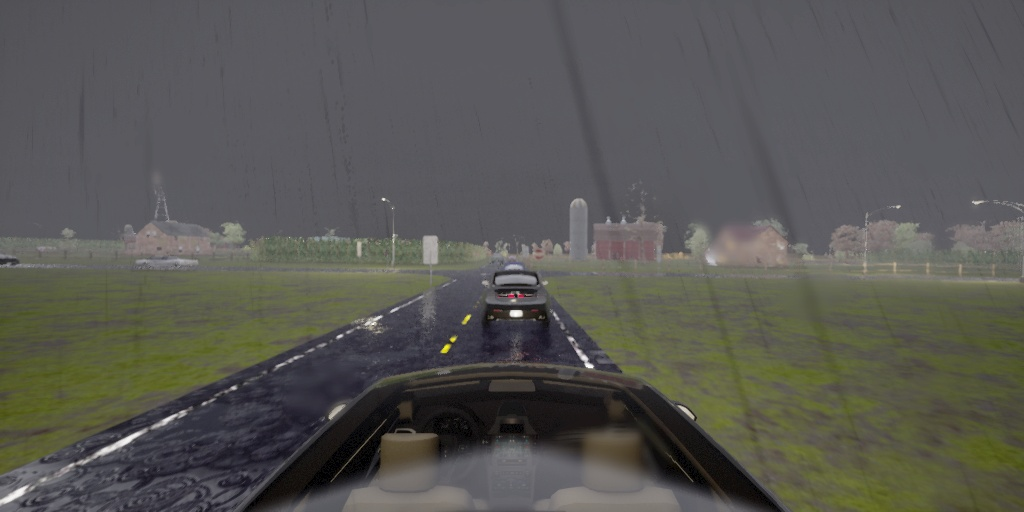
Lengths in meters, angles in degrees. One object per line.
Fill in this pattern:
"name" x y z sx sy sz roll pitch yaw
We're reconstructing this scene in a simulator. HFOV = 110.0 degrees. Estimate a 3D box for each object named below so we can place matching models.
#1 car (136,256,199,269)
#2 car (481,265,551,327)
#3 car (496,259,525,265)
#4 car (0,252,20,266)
"car" -33.842 0.600 35.348 4.718 1.301 1.895 1 1 0
"car" 0.100 1.167 11.131 1.837 1.490 4.892 0 0 0
"car" 0.145 1.090 22.777 1.812 1.442 4.674 0 0 1
"car" -51.873 0.138 35.371 4.553 1.767 2.097 1 1 0
